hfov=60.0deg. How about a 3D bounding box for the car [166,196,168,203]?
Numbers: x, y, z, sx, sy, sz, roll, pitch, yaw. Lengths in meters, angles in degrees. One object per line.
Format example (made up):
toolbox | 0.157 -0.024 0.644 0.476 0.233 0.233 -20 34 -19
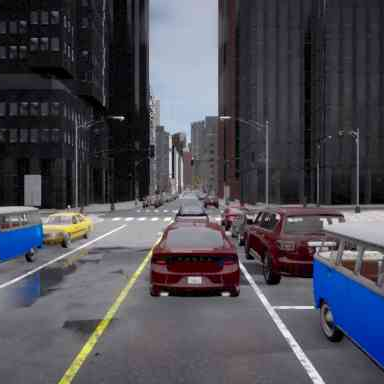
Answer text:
car | -5.800 1.601 58.813 1.947 1.339 4.313 0 0 0

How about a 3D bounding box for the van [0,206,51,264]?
van | -5.774 1.341 9.439 1.690 1.788 3.998 0 0 0

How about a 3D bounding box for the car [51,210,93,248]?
car | -5.775 1.527 14.793 1.752 1.417 4.829 0 0 0

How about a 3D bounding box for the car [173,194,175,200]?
car | -5.814 1.626 81.387 1.887 1.381 4.507 0 0 0

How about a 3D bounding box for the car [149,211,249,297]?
car | 0.062 1.478 8.621 1.882 1.535 5.008 0 0 0

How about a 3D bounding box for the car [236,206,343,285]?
car | 2.756 1.315 9.431 2.192 1.841 5.009 0 0 0

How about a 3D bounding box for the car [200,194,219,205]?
car | 2.730 1.337 47.523 2.192 1.841 5.009 0 0 0

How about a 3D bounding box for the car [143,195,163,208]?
car | -5.795 1.337 47.528 2.192 1.841 5.009 0 0 0

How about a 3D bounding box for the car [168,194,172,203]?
car | -5.807 1.621 70.101 1.947 1.339 4.313 0 0 0

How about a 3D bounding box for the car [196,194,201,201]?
car | 2.708 1.641 87.029 1.887 1.381 4.507 0 0 0

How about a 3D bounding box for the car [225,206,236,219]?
car | 2.752 1.552 14.957 2.008 1.369 4.403 0 0 0

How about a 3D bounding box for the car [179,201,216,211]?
car | -0.009 1.494 19.030 2.128 1.511 4.902 0 0 0

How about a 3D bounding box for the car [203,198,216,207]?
car | 2.728 1.594 53.167 1.947 1.339 4.313 0 0 0

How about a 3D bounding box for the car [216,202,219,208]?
car | 2.748 1.548 20.482 1.887 1.381 4.507 0 0 0

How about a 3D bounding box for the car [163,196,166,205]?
car | -5.798 1.343 53.171 2.192 1.841 5.009 0 0 0

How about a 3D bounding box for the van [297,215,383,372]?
van | 2.760 1.341 3.905 1.690 1.788 3.998 0 0 0

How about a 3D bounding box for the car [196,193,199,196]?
car | 2.705 1.677 92.674 1.947 1.339 4.313 0 0 0
